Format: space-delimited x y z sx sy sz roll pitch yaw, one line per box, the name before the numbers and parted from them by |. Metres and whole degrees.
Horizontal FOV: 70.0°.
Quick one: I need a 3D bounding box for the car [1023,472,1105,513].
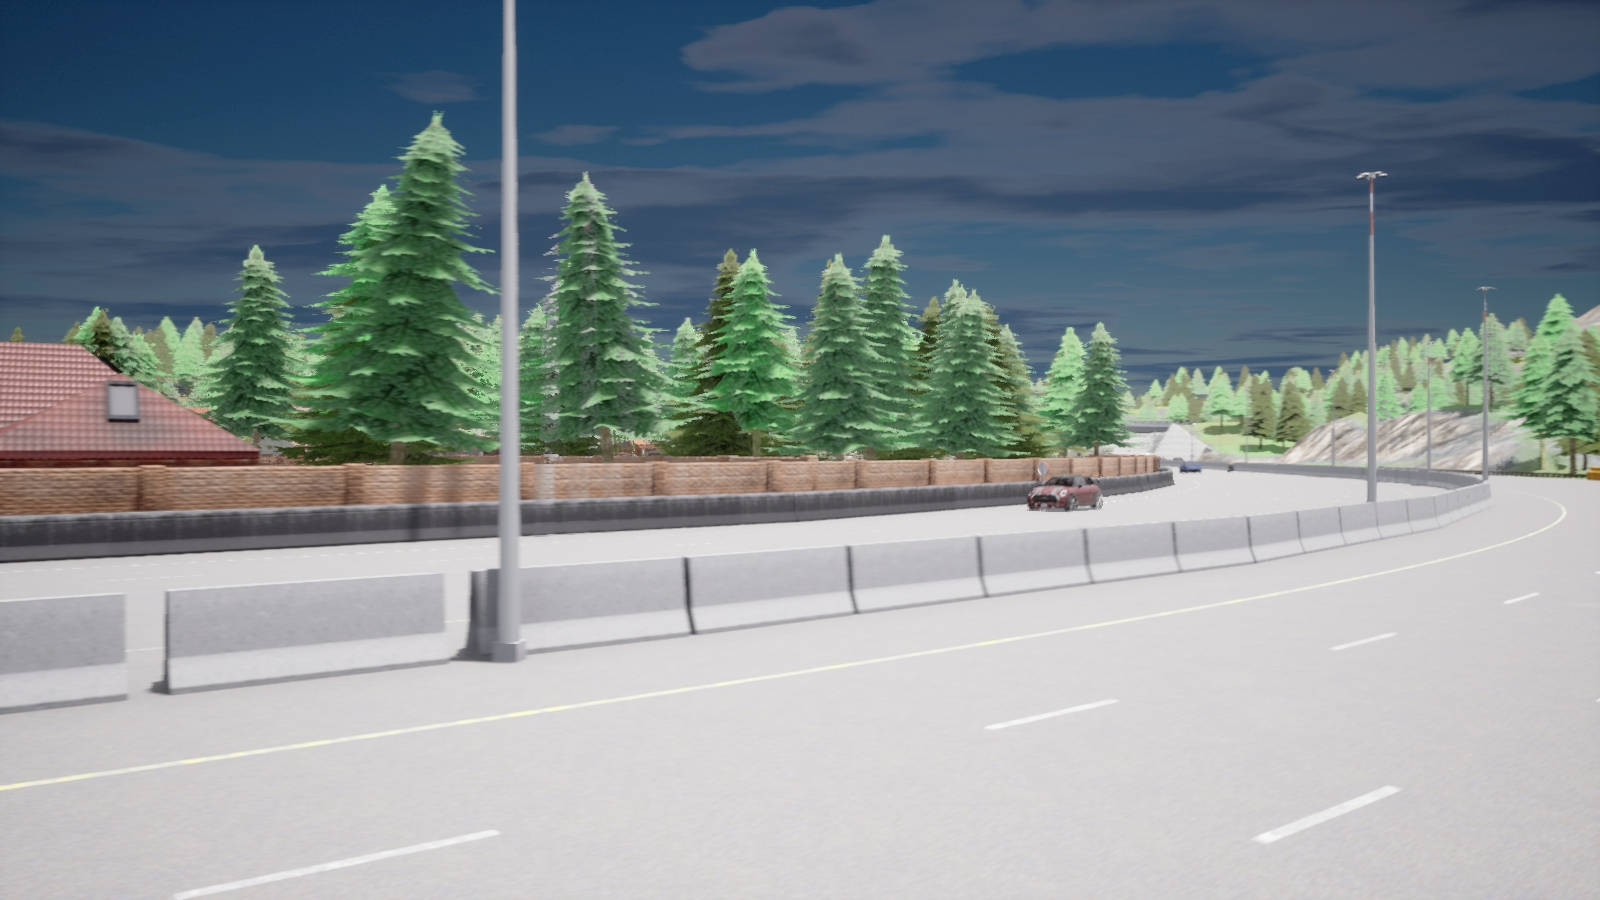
car | 12.641 1.977 54.438 2.097 1.767 4.553 0 0 38
